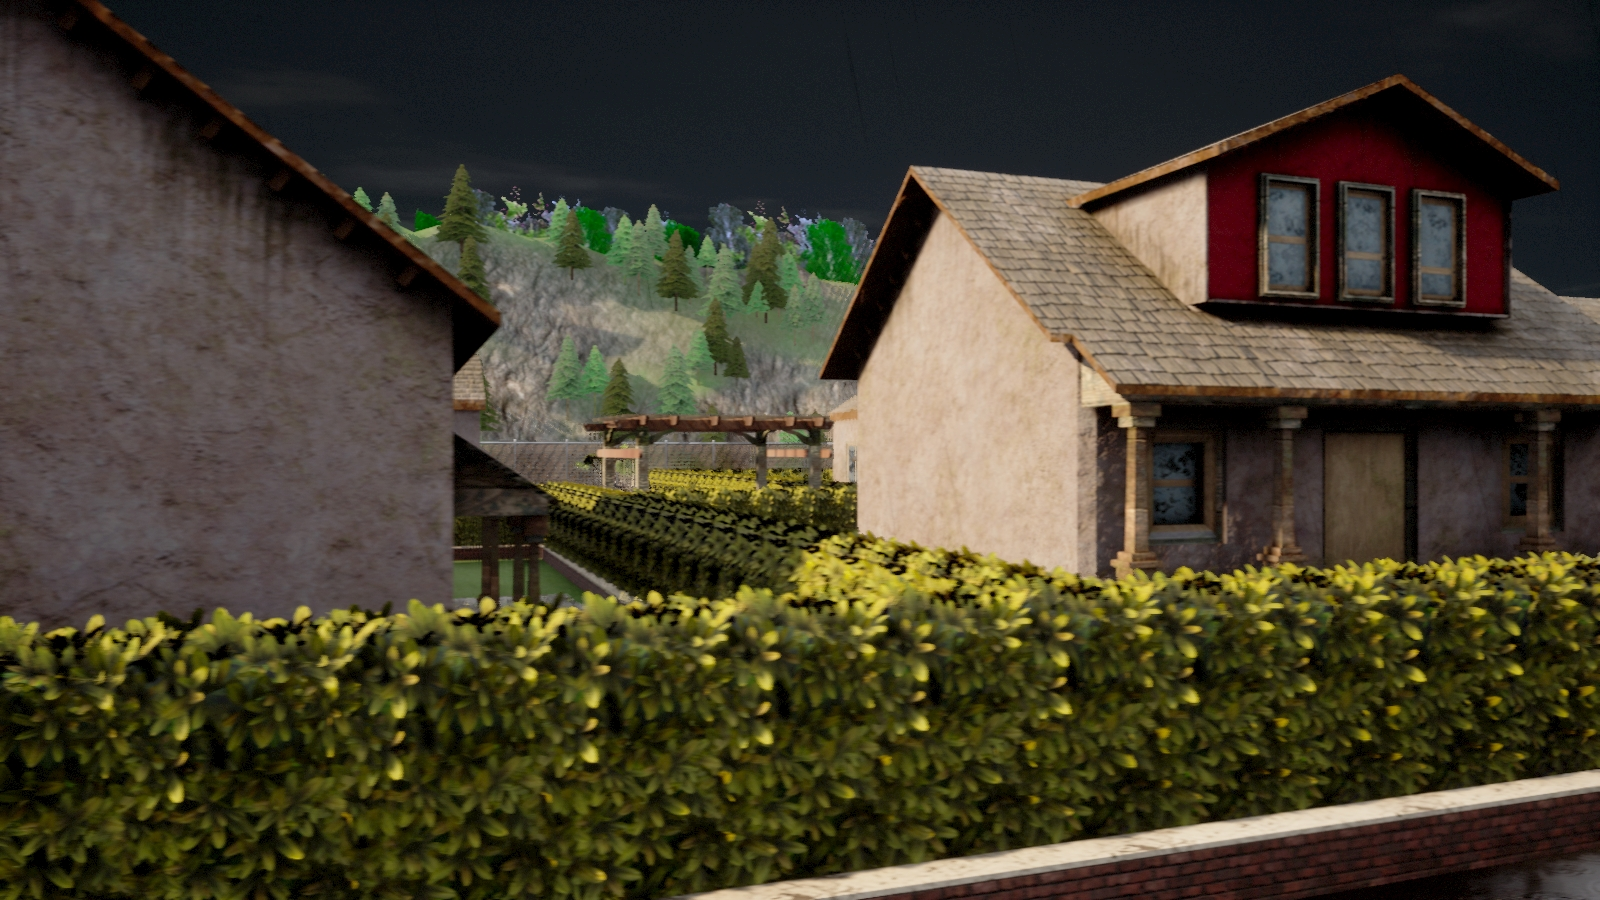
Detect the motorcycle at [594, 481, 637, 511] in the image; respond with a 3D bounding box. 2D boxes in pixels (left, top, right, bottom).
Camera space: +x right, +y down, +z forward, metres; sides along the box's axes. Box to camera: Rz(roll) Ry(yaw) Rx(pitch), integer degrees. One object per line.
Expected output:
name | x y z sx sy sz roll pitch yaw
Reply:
motorcycle | -8.627 2.141 53.416 1.805 1.316 0.856 -1 0 -20
